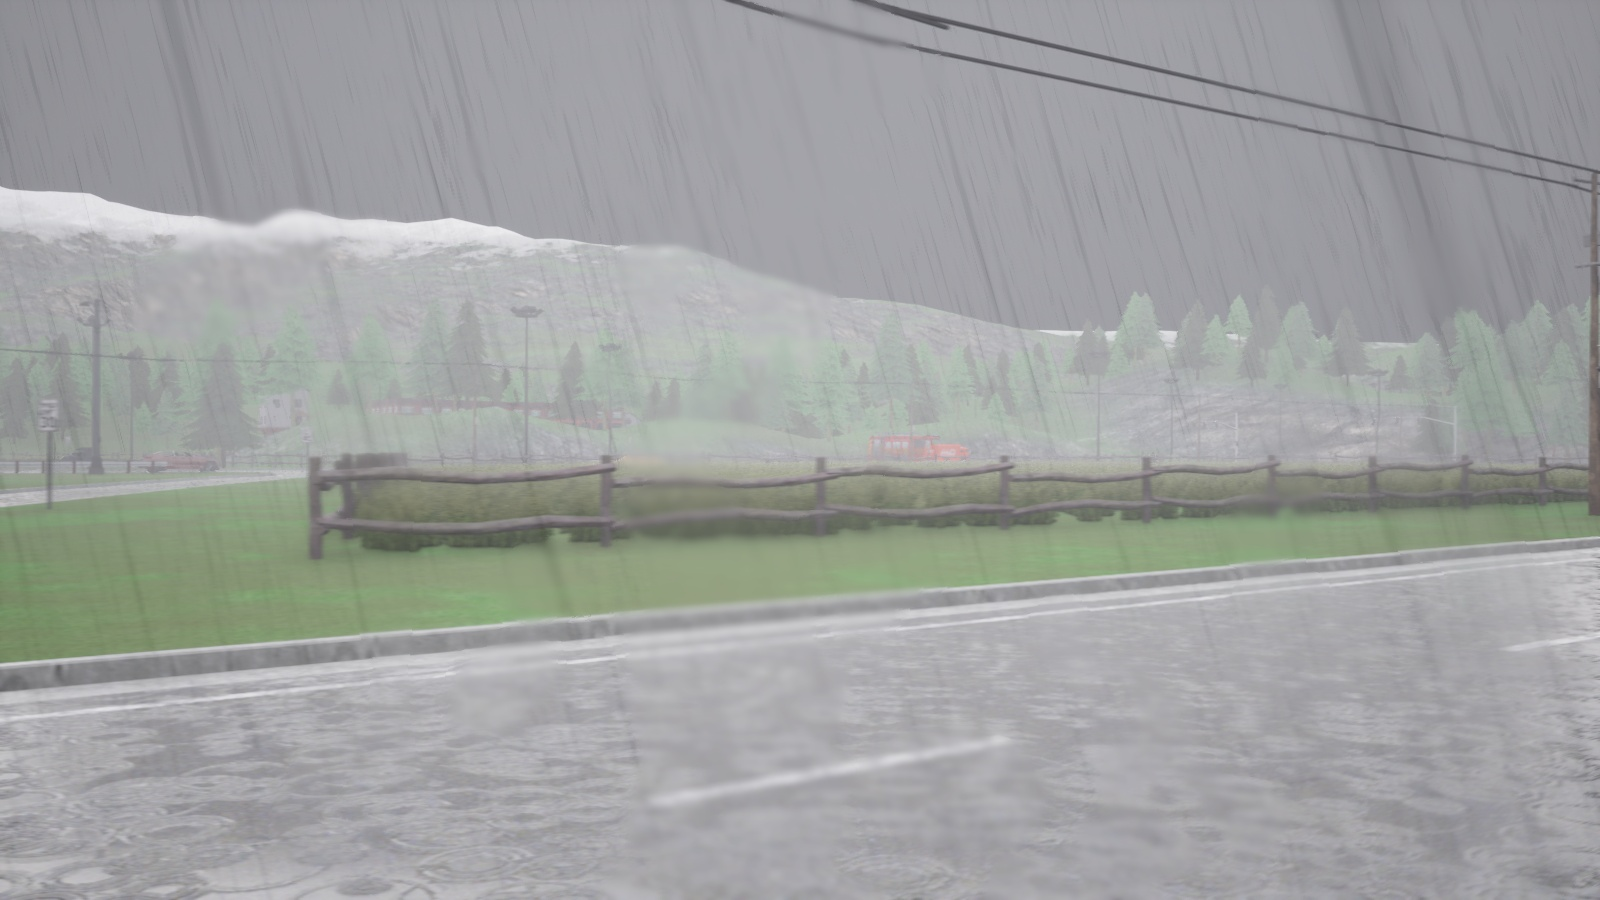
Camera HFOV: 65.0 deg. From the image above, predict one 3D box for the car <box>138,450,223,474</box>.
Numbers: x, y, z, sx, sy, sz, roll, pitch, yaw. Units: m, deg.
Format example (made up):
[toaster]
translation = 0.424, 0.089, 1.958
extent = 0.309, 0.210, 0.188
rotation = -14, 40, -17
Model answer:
[car]
translation = -42.855, 0.827, 86.935
extent = 5.027, 1.651, 2.152
rotation = 0, 0, -35
